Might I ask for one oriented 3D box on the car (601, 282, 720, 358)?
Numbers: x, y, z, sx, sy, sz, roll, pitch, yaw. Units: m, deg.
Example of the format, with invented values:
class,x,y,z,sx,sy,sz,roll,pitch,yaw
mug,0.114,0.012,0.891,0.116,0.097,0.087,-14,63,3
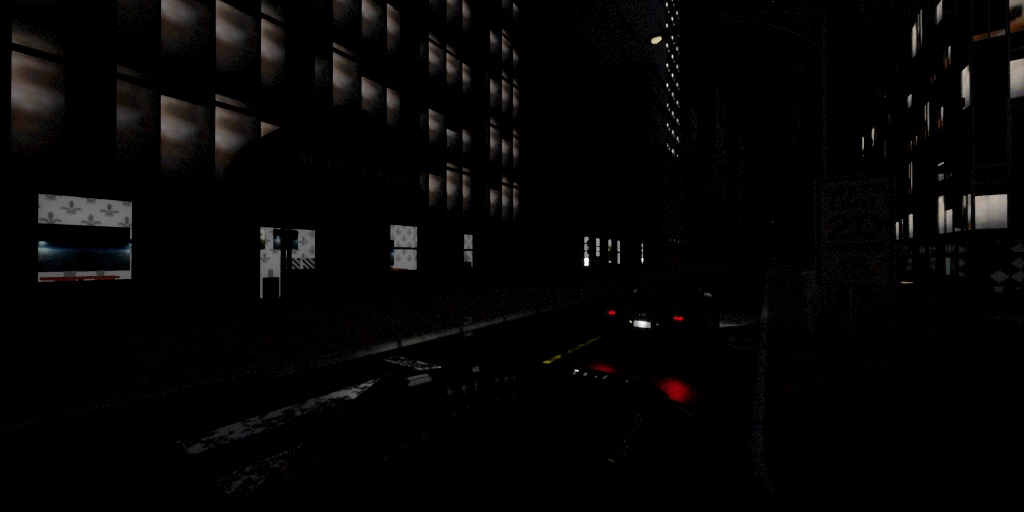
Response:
class,x,y,z,sx,sy,sz,roll,pitch,yaw
car,3.746,1.323,8.735,1.994,1.385,4.181,0,0,36
